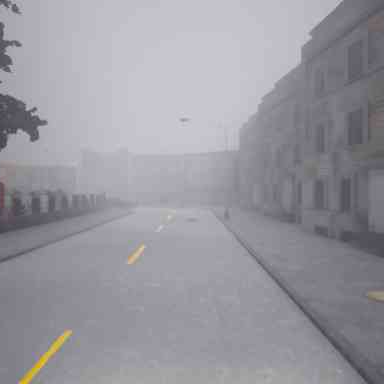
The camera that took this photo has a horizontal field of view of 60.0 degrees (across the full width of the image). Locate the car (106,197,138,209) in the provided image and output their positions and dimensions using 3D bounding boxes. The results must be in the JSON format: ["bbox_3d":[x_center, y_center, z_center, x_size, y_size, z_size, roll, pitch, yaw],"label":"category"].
[{"bbox_3d":[-9.362,1.366,42.108,5.008,1.535,1.882,0,-1,9],"label":"car"}]
